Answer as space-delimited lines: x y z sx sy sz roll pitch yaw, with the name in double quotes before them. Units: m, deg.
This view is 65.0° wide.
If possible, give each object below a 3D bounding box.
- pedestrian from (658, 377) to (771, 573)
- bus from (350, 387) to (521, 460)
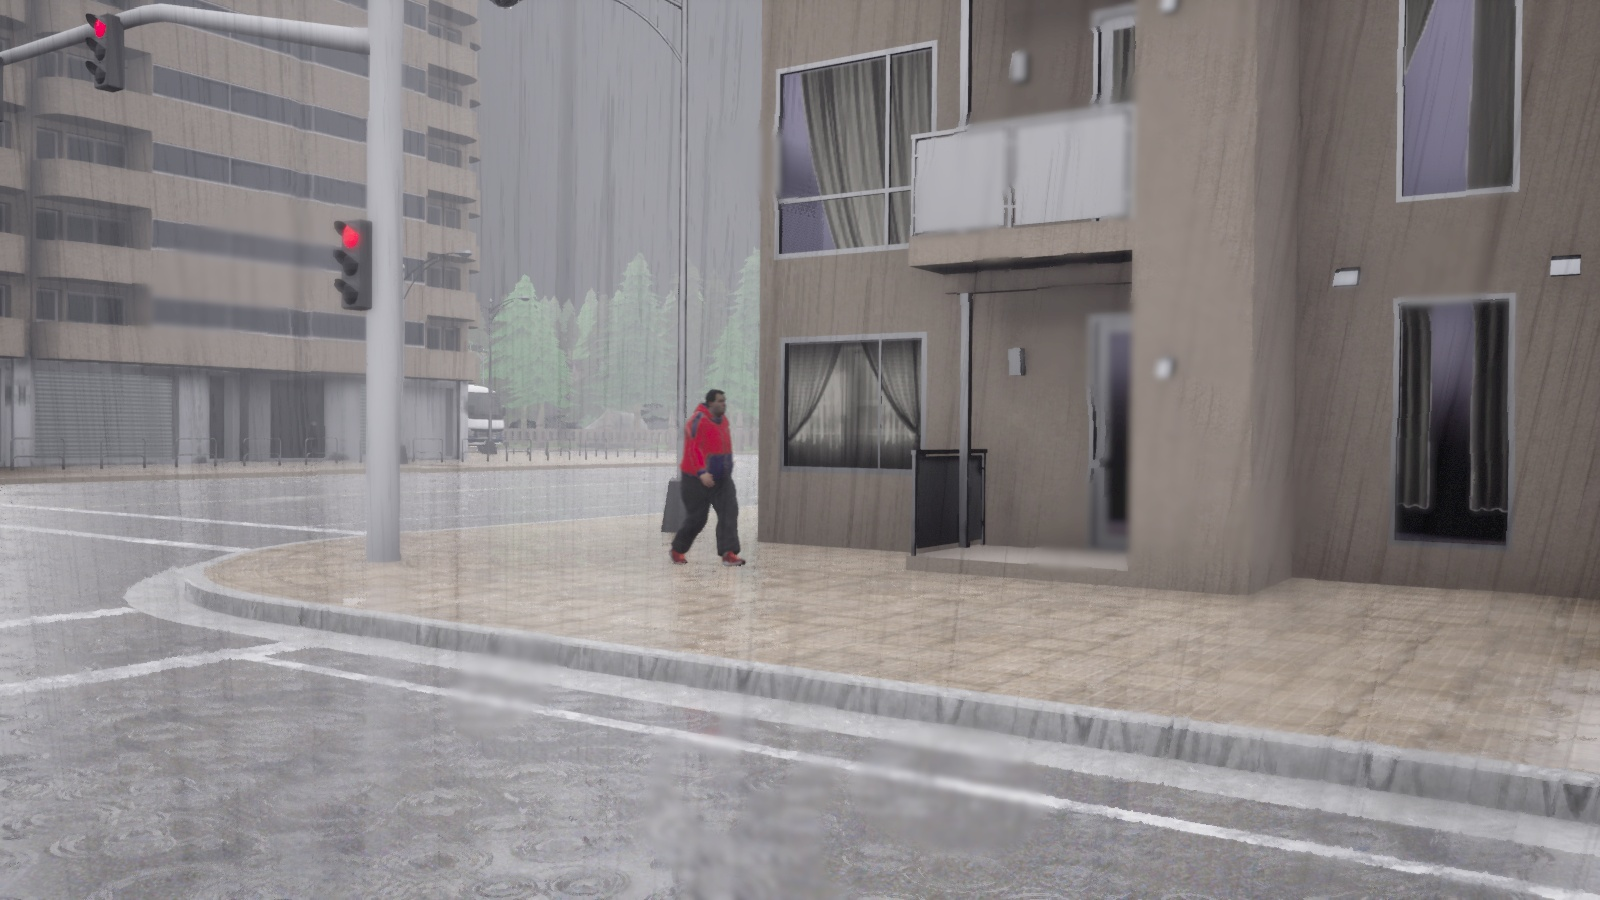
"pedestrian" -0.836 0.229 12.300 0.899 1.844 0.634 0 1 41
"bus" -22.633 -1.558 77.835 10.273 4.253 3.944 0 1 28
